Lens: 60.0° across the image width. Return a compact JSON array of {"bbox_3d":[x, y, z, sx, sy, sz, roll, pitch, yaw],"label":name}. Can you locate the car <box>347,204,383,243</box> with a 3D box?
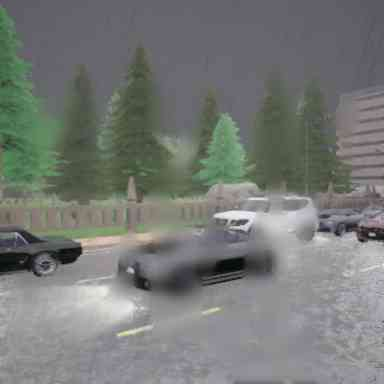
[{"bbox_3d":[9.339,1.461,14.918,5.008,1.535,1.882,0,0,-36],"label":"car"}]

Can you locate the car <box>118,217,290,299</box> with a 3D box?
[{"bbox_3d":[0.278,1.559,8.481,4.181,1.385,1.994,0,0,-35],"label":"car"}]

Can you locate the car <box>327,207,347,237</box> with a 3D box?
[{"bbox_3d":[7.914,1.547,18.110,4.181,1.385,1.994,0,0,-35],"label":"car"}]

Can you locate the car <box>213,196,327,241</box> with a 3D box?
[{"bbox_3d":[3.368,1.212,14.975,5.566,2.045,2.150,0,0,-35],"label":"car"}]

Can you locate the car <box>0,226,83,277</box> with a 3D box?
[{"bbox_3d":[-5.474,1.600,8.684,4.718,1.301,1.895,0,0,-35],"label":"car"}]
